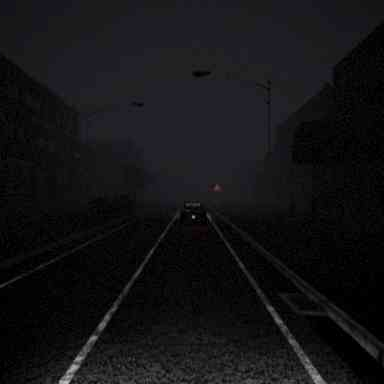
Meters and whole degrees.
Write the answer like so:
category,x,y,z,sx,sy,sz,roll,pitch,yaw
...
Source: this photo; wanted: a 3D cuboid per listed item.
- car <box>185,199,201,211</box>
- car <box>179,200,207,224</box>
category,x,y,z,sx,sy,sz,roll,pitch,yaw
car,0.106,1.612,42.006,1.895,1.301,4.718,0,0,0
car,0.104,1.462,24.581,2.128,1.511,4.902,0,0,0
